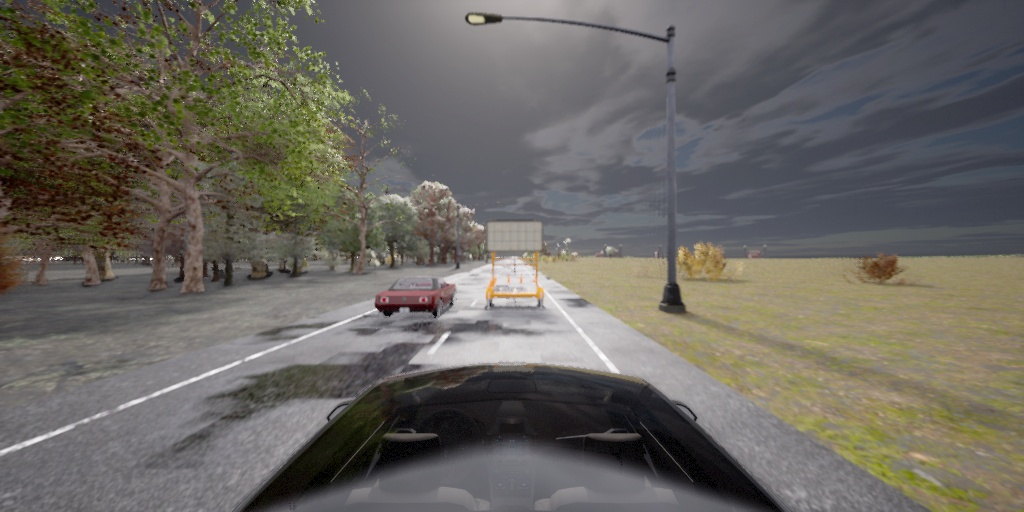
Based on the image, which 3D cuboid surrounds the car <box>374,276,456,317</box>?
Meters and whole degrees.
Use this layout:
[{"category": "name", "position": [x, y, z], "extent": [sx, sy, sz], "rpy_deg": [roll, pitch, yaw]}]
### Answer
[{"category": "car", "position": [-3.298, 1.385, 13.285], "extent": [1.895, 1.301, 4.718], "rpy_deg": [0, 0, 0]}]

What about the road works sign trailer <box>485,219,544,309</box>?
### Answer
[{"category": "road works sign trailer", "position": [0.126, 0.242, 15.077], "extent": [2.380, 3.560, 2.880], "rpy_deg": [0, 0, 1]}]
